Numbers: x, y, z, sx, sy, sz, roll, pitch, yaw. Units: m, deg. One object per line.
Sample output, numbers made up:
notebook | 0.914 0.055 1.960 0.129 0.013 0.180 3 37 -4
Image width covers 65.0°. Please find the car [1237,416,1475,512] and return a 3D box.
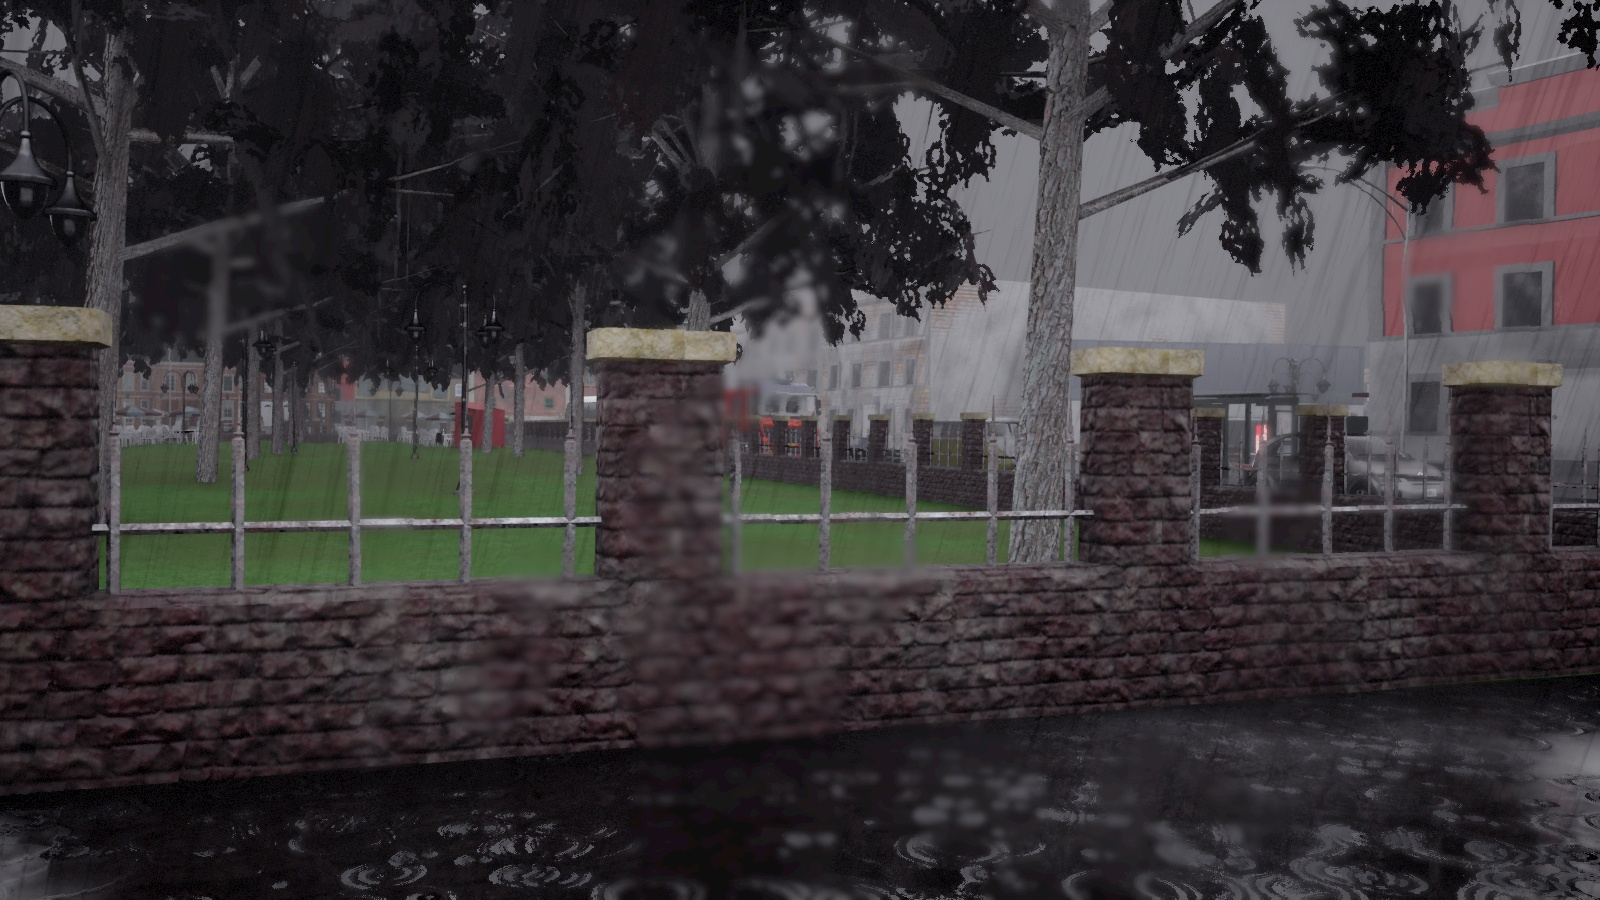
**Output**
car | 10.278 0.202 23.553 1.851 1.617 3.988 -1 1 -19

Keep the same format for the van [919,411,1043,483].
van | 5.323 -0.116 37.445 1.775 1.987 4.442 -1 1 -20

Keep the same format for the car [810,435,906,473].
car | 2.087 0.118 46.563 1.895 1.301 4.718 -1 1 -20

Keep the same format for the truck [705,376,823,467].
truck | -1.803 -1.282 57.441 2.891 3.827 8.468 -1 1 -20
